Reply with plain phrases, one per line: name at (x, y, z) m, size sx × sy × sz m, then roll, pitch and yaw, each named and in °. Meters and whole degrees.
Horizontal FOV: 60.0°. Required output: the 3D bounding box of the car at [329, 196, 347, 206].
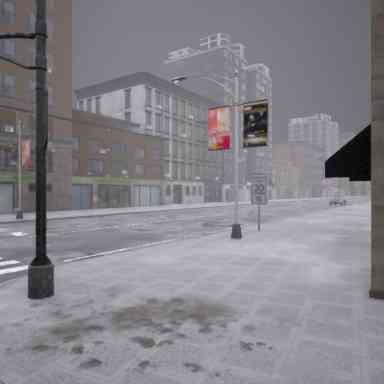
car at (22.651, 1.377, 51.518) m, size 2.033 × 1.411 × 5.357 m, roll 0°, pitch 0°, yaw 34°
